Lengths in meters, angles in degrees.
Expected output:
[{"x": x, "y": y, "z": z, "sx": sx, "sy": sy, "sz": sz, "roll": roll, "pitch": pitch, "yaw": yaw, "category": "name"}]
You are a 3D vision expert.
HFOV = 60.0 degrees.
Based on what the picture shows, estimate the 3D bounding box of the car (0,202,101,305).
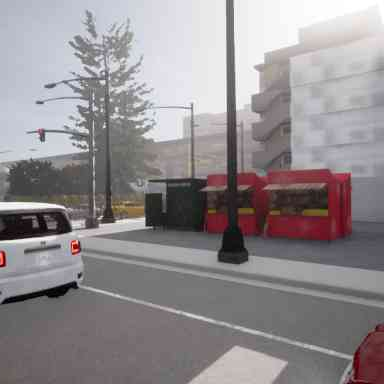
[{"x": -4.748, "y": 1.234, "z": 7.336, "sx": 5.566, "sy": 2.045, "sz": 2.150, "roll": 0, "pitch": 0, "yaw": 36, "category": "car"}]

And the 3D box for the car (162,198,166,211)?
[{"x": -4.126, "y": 1.482, "z": 37.595, "sx": 2.097, "sy": 1.767, "sz": 4.553, "roll": -1, "pitch": -1, "yaw": 36, "category": "car"}]

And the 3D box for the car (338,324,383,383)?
[{"x": 3.267, "y": 1.601, "z": 1.653, "sx": 4.718, "sy": 1.301, "sz": 1.895, "roll": 0, "pitch": 0, "yaw": 35, "category": "car"}]

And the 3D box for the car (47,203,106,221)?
[{"x": -10.087, "y": 1.732, "z": 29.381, "sx": 1.895, "sy": 1.301, "sz": 4.718, "roll": -1, "pitch": -1, "yaw": 36, "category": "car"}]

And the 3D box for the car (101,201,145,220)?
[{"x": -5.546, "y": 1.558, "z": 29.373, "sx": 1.882, "sy": 1.535, "sz": 5.008, "roll": -1, "pitch": -1, "yaw": 36, "category": "car"}]
